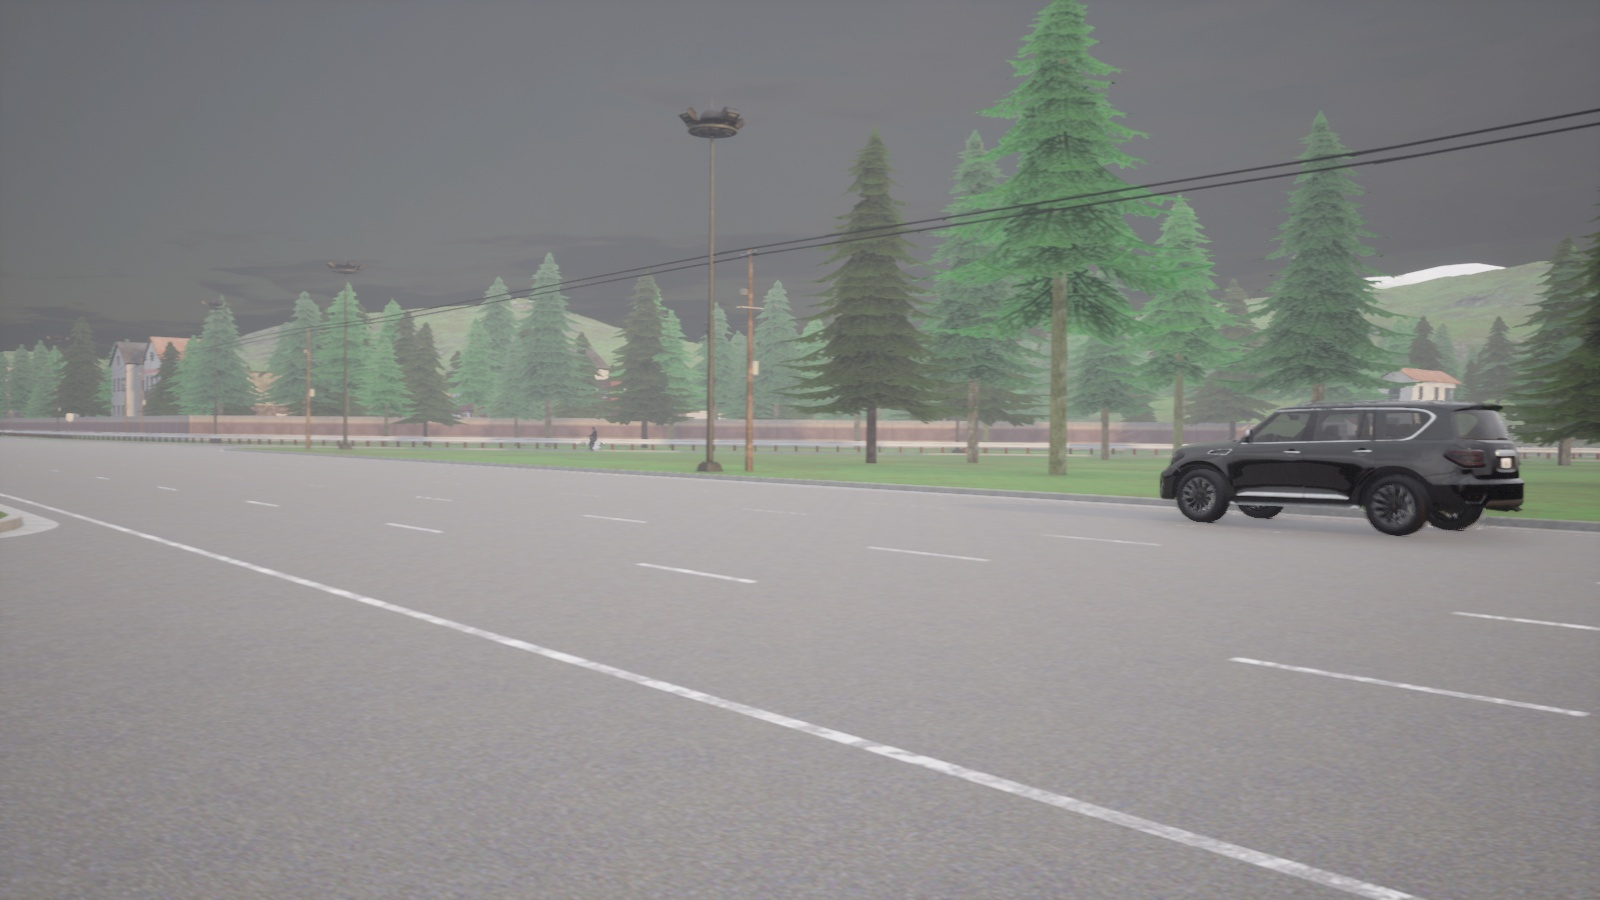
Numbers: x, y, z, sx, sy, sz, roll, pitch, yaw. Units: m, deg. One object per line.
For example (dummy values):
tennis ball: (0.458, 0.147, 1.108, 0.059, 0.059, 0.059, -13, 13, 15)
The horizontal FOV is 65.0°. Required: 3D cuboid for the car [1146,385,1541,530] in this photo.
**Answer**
car: (8.680, 0.082, 20.577, 2.150, 2.045, 5.566, -1, 1, -40)
